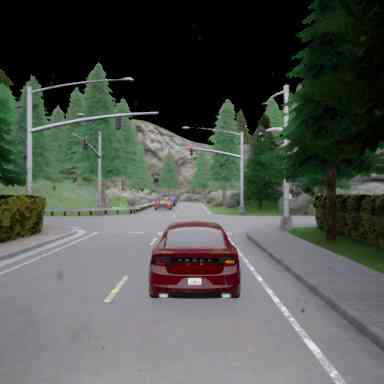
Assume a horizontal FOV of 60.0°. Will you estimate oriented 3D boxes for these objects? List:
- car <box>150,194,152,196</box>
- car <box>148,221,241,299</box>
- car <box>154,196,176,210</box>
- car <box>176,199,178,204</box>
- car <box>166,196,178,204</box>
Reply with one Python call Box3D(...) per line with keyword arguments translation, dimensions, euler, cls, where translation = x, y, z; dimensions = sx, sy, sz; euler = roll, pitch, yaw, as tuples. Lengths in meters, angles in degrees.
Box3D(translation=(-10.993, 1.355, 79.667), dimensions=(4.553, 1.767, 2.097), euler=(0, 0, 24), cls="car")
Box3D(translation=(0.069, 1.478, 8.527), dimensions=(1.882, 1.535, 5.008), euler=(0, 0, 0), cls="car")
Box3D(translation=(-3.583, 1.352, 42.629), dimensions=(2.097, 1.767, 4.553), euler=(0, 0, 0), cls="car")
Box3D(translation=(-3.569, 1.477, 53.011), dimensions=(1.882, 1.535, 5.008), euler=(0, 0, 0), cls="car")
Box3D(translation=(-3.860, 1.478, 62.962), dimensions=(1.882, 1.535, 5.008), euler=(0, 0, -9), cls="car")
